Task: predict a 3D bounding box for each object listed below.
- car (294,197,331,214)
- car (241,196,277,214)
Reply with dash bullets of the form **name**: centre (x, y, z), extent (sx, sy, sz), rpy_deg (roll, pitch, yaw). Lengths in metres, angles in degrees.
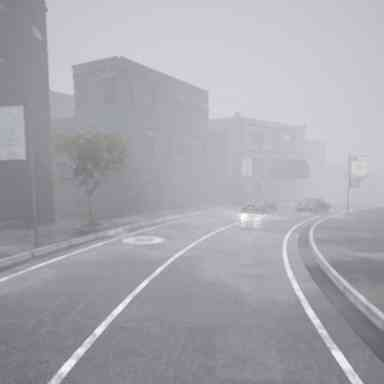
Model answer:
- **car**: centre (11.313, 1.198, 30.960), extent (2.033, 1.411, 5.357), rpy_deg (4, 3, 39)
- **car**: centre (5.996, 1.103, 29.433), extent (1.994, 1.385, 4.181), rpy_deg (3, 2, 34)
